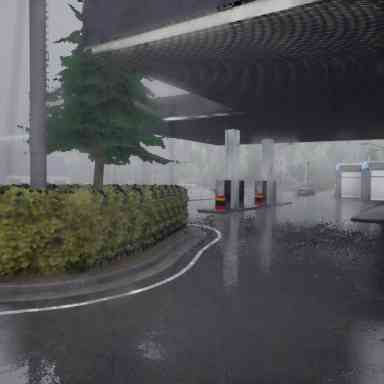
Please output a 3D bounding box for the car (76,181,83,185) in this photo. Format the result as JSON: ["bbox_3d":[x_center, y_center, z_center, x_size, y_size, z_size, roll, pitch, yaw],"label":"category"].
[{"bbox_3d":[-24.033,-1.234,68.215,4.605,1.855,1.932,2,2,36],"label":"car"}]

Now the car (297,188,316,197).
[{"bbox_3d":[18.789,0.019,54.404,2.128,1.511,4.902,2,2,36],"label":"car"}]

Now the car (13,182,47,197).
[{"bbox_3d":[-20.764,-0.365,42.521,4.605,1.855,1.932,2,2,36],"label":"car"}]

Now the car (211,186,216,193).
[{"bbox_3d":[6.258,-0.615,65.258,5.027,1.636,2.152,2,2,36],"label":"car"}]

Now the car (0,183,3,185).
[{"bbox_3d":[-32.955,-0.841,55.296,5.027,1.636,2.152,2,2,36],"label":"car"}]

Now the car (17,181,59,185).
[{"bbox_3d":[-16.347,-0.105,35.233,3.866,1.878,1.905,2,2,36],"label":"car"}]

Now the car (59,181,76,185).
[{"bbox_3d":[-25.412,-1.183,65.625,3.866,1.878,1.905,2,2,36],"label":"car"}]
